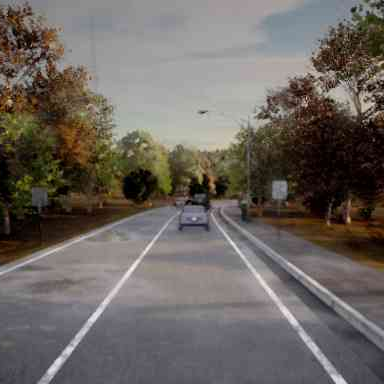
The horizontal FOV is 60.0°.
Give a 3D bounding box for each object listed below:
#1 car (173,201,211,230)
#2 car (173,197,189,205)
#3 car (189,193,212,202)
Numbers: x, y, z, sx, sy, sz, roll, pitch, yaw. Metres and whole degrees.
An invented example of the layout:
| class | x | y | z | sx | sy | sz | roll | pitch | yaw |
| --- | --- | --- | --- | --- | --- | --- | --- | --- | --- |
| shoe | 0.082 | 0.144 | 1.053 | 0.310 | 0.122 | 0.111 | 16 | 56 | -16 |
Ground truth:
| class | x | y | z | sx | sy | sz | roll | pitch | yaw |
| --- | --- | --- | --- | --- | --- | --- | --- | --- | --- |
| car | 0.123 | 1.529 | 20.740 | 2.033 | 1.411 | 5.357 | 0 | 0 | 0 |
| car | -1.480 | 1.431 | 49.190 | 2.128 | 1.511 | 4.902 | 1 | 0 | 10 |
| car | 1.318 | 1.202 | 43.336 | 2.150 | 2.045 | 5.566 | 1 | 0 | 7 |
